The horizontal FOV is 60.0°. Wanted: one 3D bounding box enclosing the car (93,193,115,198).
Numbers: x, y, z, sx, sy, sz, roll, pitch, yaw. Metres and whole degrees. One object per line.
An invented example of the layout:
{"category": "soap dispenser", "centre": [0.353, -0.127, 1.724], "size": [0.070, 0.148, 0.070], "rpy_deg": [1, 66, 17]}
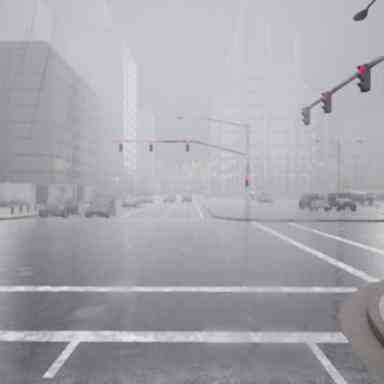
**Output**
{"category": "car", "centre": [-11.497, 1.147, 43.300], "size": [2.150, 2.045, 5.566], "rpy_deg": [0, 0, 0]}

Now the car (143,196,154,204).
{"category": "car", "centre": [-8.049, 1.464, 60.244], "size": [1.994, 1.385, 4.181], "rpy_deg": [0, 0, 0]}

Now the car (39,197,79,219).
{"category": "car", "centre": [-11.412, 1.304, 28.842], "size": [2.097, 1.767, 4.553], "rpy_deg": [0, 0, 0]}

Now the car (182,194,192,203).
{"category": "car", "centre": [-1.022, 1.491, 66.028], "size": [1.895, 1.301, 4.718], "rpy_deg": [0, 0, 0]}

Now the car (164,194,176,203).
{"category": "car", "centre": [-4.522, 1.454, 65.929], "size": [1.994, 1.385, 4.181], "rpy_deg": [0, 0, 0]}

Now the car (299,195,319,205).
{"category": "car", "centre": [18.754, 1.306, 53.519], "size": [1.970, 1.475, 3.806], "rpy_deg": [0, 0, 0]}

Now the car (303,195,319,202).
{"category": "car", "centre": [24.496, 1.281, 68.631], "size": [1.970, 1.475, 3.806], "rpy_deg": [0, 0, 0]}

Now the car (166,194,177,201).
{"category": "car", "centre": [-4.569, 1.227, 74.767], "size": [2.128, 1.511, 4.902], "rpy_deg": [0, 0, 0]}

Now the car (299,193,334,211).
{"category": "car", "centre": [13.185, 1.093, 36.096], "size": [1.932, 1.855, 4.605], "rpy_deg": [0, 0, 0]}

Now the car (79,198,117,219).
{"category": "car", "centre": [-7.731, 1.500, 28.692], "size": [2.033, 1.411, 5.357], "rpy_deg": [0, 0, -3]}

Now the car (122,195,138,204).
{"category": "car", "centre": [-11.545, 1.388, 62.458], "size": [2.128, 1.511, 4.902], "rpy_deg": [0, 0, 0]}

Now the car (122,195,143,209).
{"category": "car", "centre": [-7.996, 1.452, 43.903], "size": [1.812, 1.442, 4.674], "rpy_deg": [0, 0, 0]}

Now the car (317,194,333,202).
{"category": "car", "centre": [27.391, 1.250, 68.635], "size": [1.784, 1.438, 3.905], "rpy_deg": [0, 0, 0]}

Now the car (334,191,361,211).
{"category": "car", "centre": [16.080, 1.096, 36.047], "size": [1.905, 1.878, 3.866], "rpy_deg": [0, 0, 0]}
